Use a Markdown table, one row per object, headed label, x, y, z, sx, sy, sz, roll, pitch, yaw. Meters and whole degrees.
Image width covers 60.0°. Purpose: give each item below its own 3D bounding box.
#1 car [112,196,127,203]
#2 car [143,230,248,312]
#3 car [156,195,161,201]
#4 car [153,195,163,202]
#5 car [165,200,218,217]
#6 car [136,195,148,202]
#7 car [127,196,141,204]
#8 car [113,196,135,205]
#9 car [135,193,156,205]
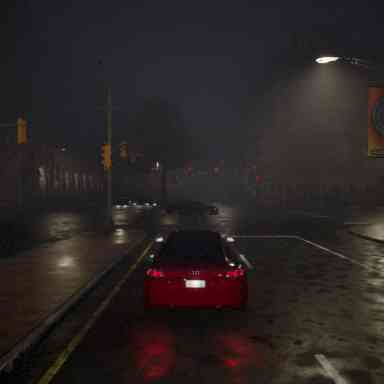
| label | x | y | z | sx | sy | sz | roll | pitch | yaw |
| --- | --- | --- | --- | --- | --- | --- | --- | --- | --- |
| car | -14.776 | 1.595 | 67.893 | 1.895 | 1.301 | 4.718 | 0 | 0 | 0 |
| car | 0.072 | 1.564 | 7.787 | 1.994 | 1.385 | 4.181 | 0 | 0 | 0 |
| car | -8.032 | 1.601 | 68.450 | 1.895 | 1.301 | 4.718 | 0 | 0 | 0 |
| car | -8.031 | 1.500 | 78.654 | 1.837 | 1.490 | 4.892 | 0 | 0 | 0 |
| car | -0.008 | 1.505 | 30.945 | 4.892 | 1.490 | 1.837 | 0 | 0 | 0 |
| car | -11.531 | 1.478 | 76.649 | 1.882 | 1.535 | 5.008 | 0 | 0 | 0 |
| car | -11.553 | 1.564 | 66.231 | 1.994 | 1.385 | 4.181 | 0 | 0 | 0 |
| car | -11.605 | 1.564 | 56.937 | 1.994 | 1.385 | 4.181 | 0 | 0 | 0 |
| car | -8.103 | 1.221 | 58.651 | 2.150 | 2.045 | 5.566 | 0 | 0 | 0 |
